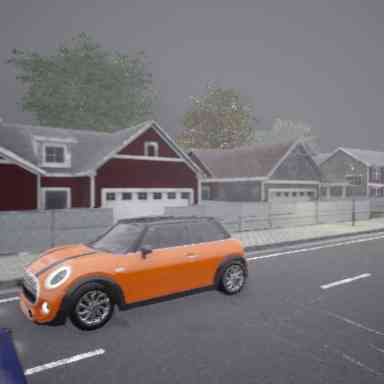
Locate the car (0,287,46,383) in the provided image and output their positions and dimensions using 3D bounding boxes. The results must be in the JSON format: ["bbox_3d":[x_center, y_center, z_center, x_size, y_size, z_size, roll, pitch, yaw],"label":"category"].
[{"bbox_3d":[-3.265,1.602,1.387,4.718,1.301,1.895,0,0,-35],"label":"car"}]

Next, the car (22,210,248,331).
[{"bbox_3d":[-1.012,1.319,6.945,4.553,1.767,2.097,0,0,-35],"label":"car"}]
